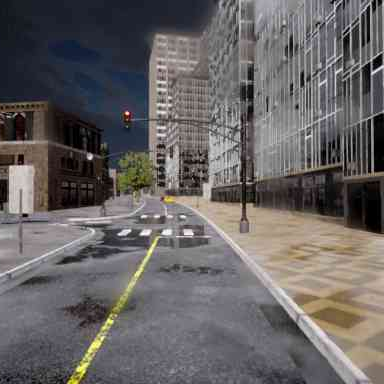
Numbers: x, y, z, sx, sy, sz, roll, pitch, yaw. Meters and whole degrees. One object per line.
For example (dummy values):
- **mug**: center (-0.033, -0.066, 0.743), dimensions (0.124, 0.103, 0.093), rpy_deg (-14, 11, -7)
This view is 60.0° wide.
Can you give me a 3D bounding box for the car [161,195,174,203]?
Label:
- **car**: center (-4.627, 1.466, 66.756), dimensions (1.882, 1.535, 5.008), rpy_deg (0, 0, -8)
